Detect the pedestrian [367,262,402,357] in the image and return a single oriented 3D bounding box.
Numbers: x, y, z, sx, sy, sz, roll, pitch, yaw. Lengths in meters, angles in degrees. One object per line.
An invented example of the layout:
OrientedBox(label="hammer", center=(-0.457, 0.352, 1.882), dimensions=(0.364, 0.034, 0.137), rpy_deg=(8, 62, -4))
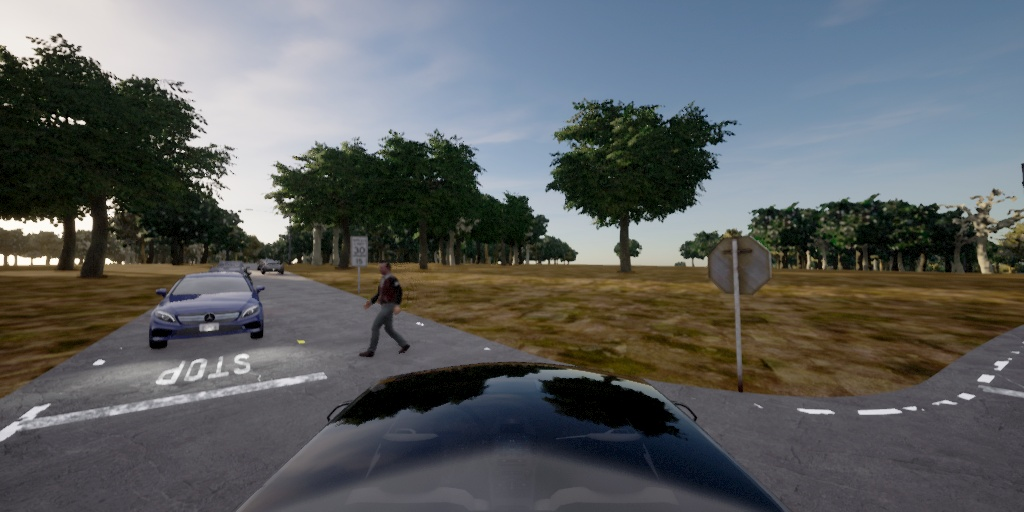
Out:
OrientedBox(label="pedestrian", center=(-2.402, 0.952, 6.776), dimensions=(0.375, 1.860, 0.375), rpy_deg=(4, -5, -37))

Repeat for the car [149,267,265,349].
OrientedBox(label="car", center=(-7.358, 1.138, 8.882), dimensions=(1.812, 1.442, 4.674), rpy_deg=(1, -1, -38))

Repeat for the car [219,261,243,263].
OrientedBox(label="car", center=(-19.543, 1.098, 24.944), dimensions=(2.128, 1.511, 4.902), rpy_deg=(2, -1, -37))

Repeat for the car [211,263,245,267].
OrientedBox(label="car", center=(-13.290, 1.175, 16.684), dimensions=(1.994, 1.385, 4.181), rpy_deg=(1, -1, -37))

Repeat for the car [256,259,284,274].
OrientedBox(label="car", center=(-25.261, 1.147, 37.757), dimensions=(2.128, 1.511, 4.902), rpy_deg=(1, -1, -37))

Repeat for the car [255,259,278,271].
OrientedBox(label="car", center=(-31.575, 1.136, 46.071), dimensions=(2.128, 1.511, 4.902), rpy_deg=(1, -1, -37))
